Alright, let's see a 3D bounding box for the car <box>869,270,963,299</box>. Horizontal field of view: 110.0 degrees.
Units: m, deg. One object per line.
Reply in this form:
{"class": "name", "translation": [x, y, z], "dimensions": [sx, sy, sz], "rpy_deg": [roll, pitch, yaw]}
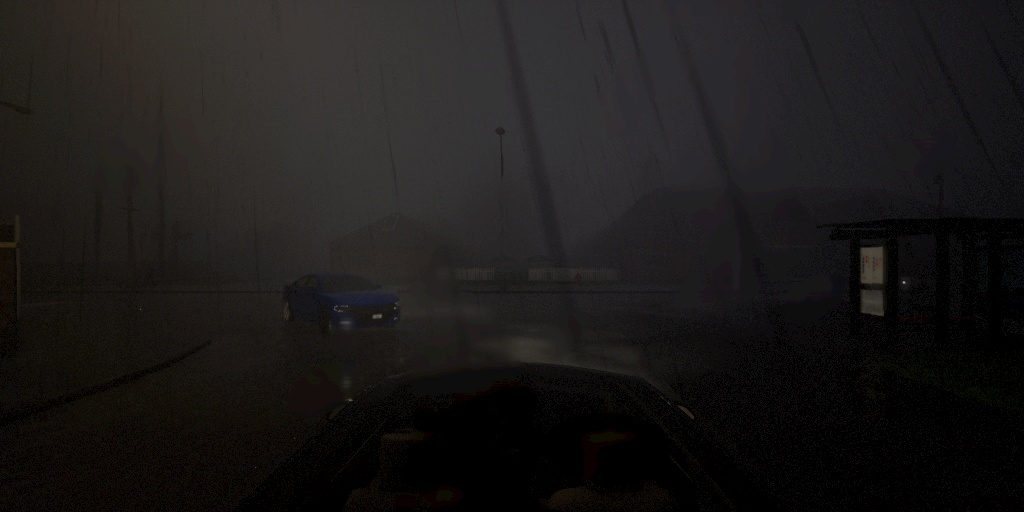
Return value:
{"class": "car", "translation": [20.338, 1.351, 17.314], "dimensions": [4.718, 1.301, 1.895], "rpy_deg": [0, 0, 0]}

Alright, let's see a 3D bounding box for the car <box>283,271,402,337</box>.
{"class": "car", "translation": [-5.113, 1.228, 10.550], "dimensions": [5.008, 1.535, 1.882], "rpy_deg": [0, -2, 43]}

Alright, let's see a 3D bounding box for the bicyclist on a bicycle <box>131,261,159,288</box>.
{"class": "bicyclist on a bicycle", "translation": [-22.104, 1.099, 21.627], "dimensions": [0.582, 1.620, 1.656], "rpy_deg": [0, 0, 0]}
